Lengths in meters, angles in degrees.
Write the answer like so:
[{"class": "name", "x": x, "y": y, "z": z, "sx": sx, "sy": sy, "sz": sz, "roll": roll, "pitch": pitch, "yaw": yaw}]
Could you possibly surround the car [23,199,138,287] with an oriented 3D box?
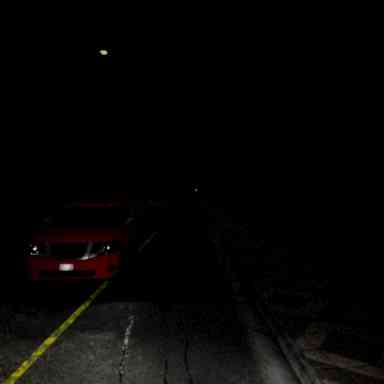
[{"class": "car", "x": -2.861, "y": 1.263, "z": 9.831, "sx": 2.150, "sy": 2.045, "sz": 5.566, "roll": 0, "pitch": 0, "yaw": -4}]
